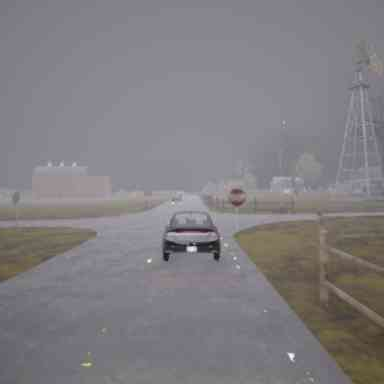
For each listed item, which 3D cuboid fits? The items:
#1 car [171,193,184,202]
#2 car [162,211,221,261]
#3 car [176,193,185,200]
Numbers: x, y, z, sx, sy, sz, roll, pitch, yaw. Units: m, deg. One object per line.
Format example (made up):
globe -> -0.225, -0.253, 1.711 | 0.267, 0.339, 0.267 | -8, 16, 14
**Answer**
car -> -2.691, 1.114, 60.177 | 2.033, 1.411, 5.357 | 0, 0, 1
car -> -0.038, 1.425, 12.027 | 2.128, 1.511, 4.902 | 0, 0, -1
car -> -2.633, 0.960, 75.798 | 1.812, 1.442, 4.674 | 0, 0, 0
